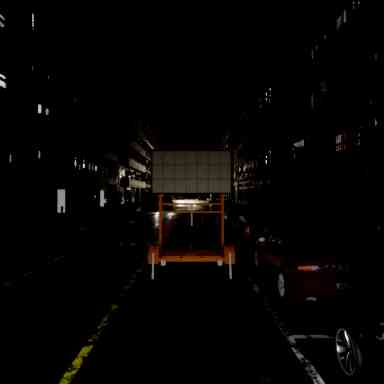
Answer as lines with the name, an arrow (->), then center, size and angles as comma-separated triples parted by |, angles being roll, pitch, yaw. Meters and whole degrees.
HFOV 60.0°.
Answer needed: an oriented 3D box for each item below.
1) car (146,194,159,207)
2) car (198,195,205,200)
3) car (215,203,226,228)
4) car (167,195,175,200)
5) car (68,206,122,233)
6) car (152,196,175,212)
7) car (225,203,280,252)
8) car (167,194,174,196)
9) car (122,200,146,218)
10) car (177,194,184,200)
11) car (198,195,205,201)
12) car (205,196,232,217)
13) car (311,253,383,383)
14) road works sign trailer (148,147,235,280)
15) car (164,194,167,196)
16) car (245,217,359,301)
car -> -5.740, 1.429, 47.601 | 1.967, 1.590, 4.097 | 0, 0, 0
car -> 2.591, 1.510, 92.696 | 1.887, 1.381, 4.507 | 0, 0, 0
car -> 2.672, 1.549, 19.423 | 2.008, 1.369, 4.403 | 0, 0, 0
car -> -5.789, 1.510, 92.692 | 1.887, 1.381, 4.507 | 0, 0, 0
car -> -5.709, 1.564, 19.417 | 1.947, 1.339, 4.313 | 0, 0, 0
car -> -3.141, 1.518, 38.552 | 1.812, 1.442, 4.674 | 0, 0, 0
car -> 2.678, 1.439, 13.788 | 1.967, 1.590, 4.097 | 0, 0, 0
car -> -5.776, 1.287, 81.419 | 2.192, 1.841, 5.009 | 0, 0, 0
car -> -5.721, 1.521, 30.520 | 1.752, 1.417, 4.829 | 0, 0, 0
car -> -3.097, 1.318, 89.337 | 2.097, 1.767, 4.553 | 0, 0, 0
car -> 2.603, 1.497, 81.594 | 1.752, 1.417, 4.829 | 0, 0, 0
car -> 2.661, 1.310, 30.696 | 2.192, 1.841, 5.009 | 0, 0, 0
car -> 2.690, 1.566, 2.514 | 1.947, 1.339, 4.313 | 0, 0, 0
road works sign trailer -> -0.009, 0.464, 9.917 | 2.380, 3.560, 2.880 | 0, 0, 0
car -> -5.745, 1.302, 53.237 | 2.192, 1.841, 5.009 | 0, 0, 0
car -> 2.684, 1.545, 8.151 | 1.887, 1.381, 4.507 | 0, 0, 0
